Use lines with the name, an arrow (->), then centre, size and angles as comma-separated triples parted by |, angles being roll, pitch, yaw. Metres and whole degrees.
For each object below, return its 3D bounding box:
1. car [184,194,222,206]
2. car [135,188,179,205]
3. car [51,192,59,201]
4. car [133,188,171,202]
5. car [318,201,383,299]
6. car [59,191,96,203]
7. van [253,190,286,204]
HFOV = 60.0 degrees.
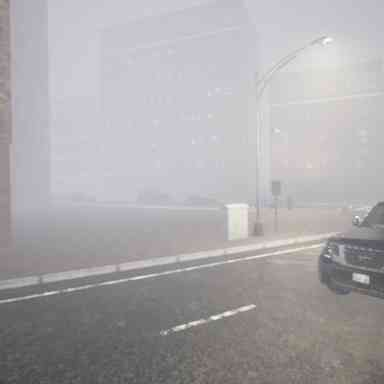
car -> 1.182, 0.905, 36.029 | 4.206, 1.307, 1.802 | 1, 0, 23
car -> -3.991, 0.579, 38.250 | 5.009, 1.841, 2.192 | 1, 0, 23
car -> -17.886, 0.610, 47.067 | 4.181, 1.385, 1.994 | 1, 1, 24
car -> -5.769, 0.388, 48.130 | 5.009, 1.841, 2.192 | 1, 0, 23
car -> 5.189, 1.144, 7.461 | 5.566, 2.045, 2.150 | 0, 0, -36
car -> -14.351, 0.687, 42.693 | 4.507, 1.381, 1.887 | 1, 0, 23
van -> 9.758, 0.592, 41.469 | 3.998, 1.788, 1.690 | 1, 0, 23
